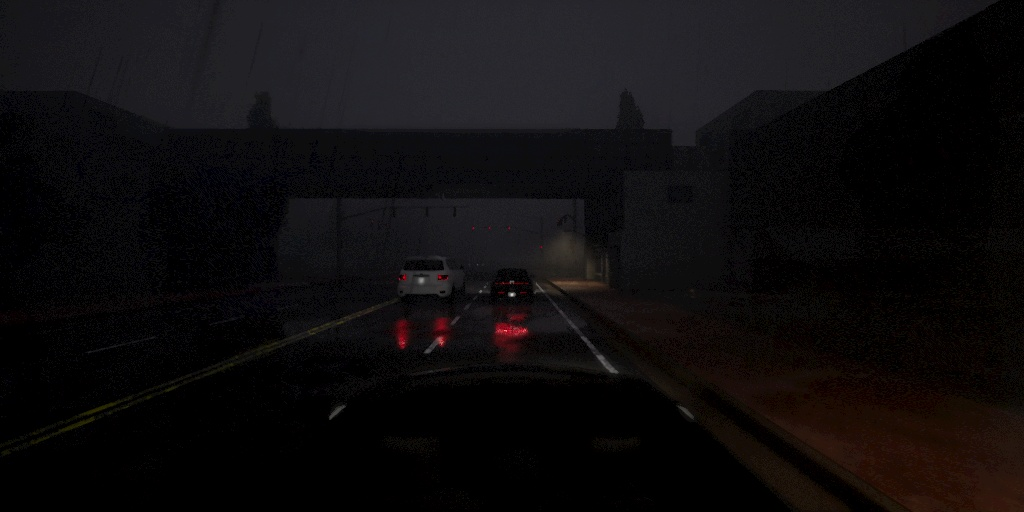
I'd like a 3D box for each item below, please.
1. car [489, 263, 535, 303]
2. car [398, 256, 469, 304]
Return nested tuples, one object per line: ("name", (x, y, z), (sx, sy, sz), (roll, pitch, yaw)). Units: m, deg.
("car", (0.000, 1.264, 16.500), (1.837, 1.490, 4.892), (0, 0, 0))
("car", (-3.500, 1.006, 16.530), (2.150, 2.045, 5.566), (0, 0, 0))
